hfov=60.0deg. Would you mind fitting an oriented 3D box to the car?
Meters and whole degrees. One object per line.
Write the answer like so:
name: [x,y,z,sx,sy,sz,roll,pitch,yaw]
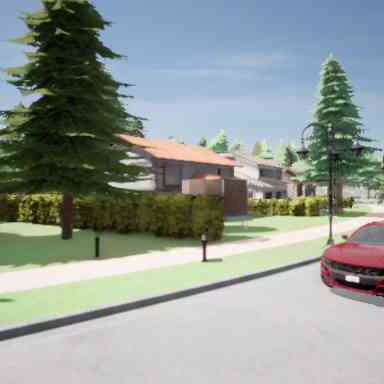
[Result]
car: [5.119,1.493,8.436,5.008,1.535,1.882,0,0,-42]
